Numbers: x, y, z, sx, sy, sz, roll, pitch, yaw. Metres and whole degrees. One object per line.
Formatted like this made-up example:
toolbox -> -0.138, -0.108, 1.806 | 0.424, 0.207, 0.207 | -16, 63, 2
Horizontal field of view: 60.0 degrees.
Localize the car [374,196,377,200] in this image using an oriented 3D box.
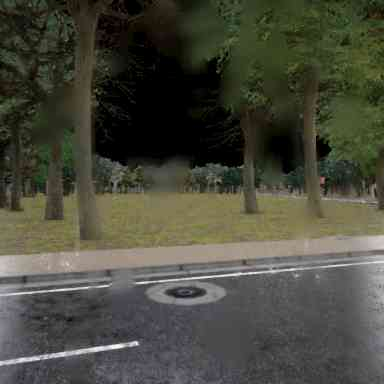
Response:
car -> 44.877, 1.300, 78.421 | 1.895, 1.301, 4.718 | 0, 0, 5
